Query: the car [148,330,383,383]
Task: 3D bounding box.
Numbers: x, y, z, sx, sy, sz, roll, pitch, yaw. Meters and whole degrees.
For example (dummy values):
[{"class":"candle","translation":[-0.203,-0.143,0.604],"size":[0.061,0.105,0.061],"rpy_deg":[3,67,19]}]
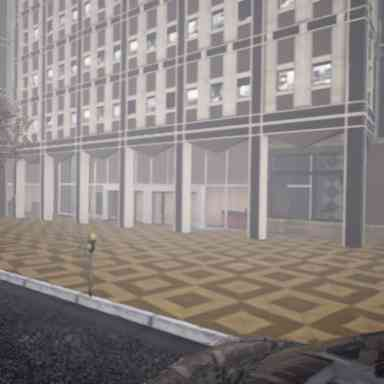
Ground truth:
[{"class":"car","translation":[1.482,1.567,1.805],"size":[4.313,1.339,1.947],"rpy_deg":[0,1,35]}]
